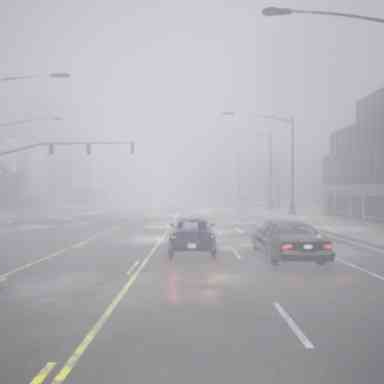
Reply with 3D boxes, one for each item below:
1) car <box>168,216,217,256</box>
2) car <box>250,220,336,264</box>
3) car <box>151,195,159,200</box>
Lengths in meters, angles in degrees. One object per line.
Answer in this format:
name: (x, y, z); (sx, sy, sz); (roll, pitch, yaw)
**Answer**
car: (0.023, 1.744, 13.946); (1.812, 1.442, 4.674); (0, -1, 0)
car: (3.508, 1.745, 12.532); (2.033, 1.411, 5.357); (0, -1, 0)
car: (-10.495, 1.604, 93.465); (1.812, 1.442, 4.674); (0, 0, 0)
